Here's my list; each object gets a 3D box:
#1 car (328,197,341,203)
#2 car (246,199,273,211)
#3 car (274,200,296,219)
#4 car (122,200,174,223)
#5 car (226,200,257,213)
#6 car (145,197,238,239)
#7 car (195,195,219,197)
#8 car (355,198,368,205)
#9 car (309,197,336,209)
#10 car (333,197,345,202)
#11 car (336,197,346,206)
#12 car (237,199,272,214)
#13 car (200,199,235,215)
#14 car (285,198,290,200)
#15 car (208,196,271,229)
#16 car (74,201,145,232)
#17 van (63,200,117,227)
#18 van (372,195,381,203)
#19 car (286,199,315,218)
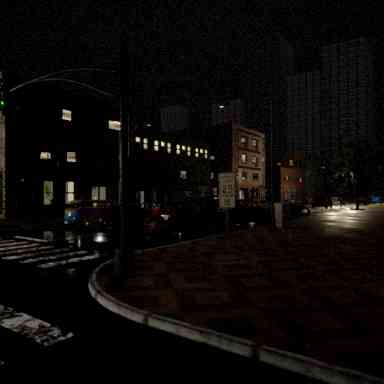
[{"bbox_3d":[34.805,1.914,81.233,2.008,1.369,4.403,-1,-1,35],"label":"car"},{"bbox_3d":[9.263,1.722,45.169,2.008,1.369,4.403,-1,-1,35],"label":"car"},{"bbox_3d":[6.525,1.616,26.804,1.887,1.381,4.507,-1,-1,35],"label":"car"},{"bbox_3d":[-3.509,1.530,27.138,1.967,1.590,4.097,-1,-1,35],"label":"car"},{"bbox_3d":[6.070,1.700,40.661,2.008,1.369,4.403,-1,-1,35],"label":"car"},{"bbox_3d":[0.138,1.349,17.790,2.192,1.841,5.009,-1,-1,35],"label":"car"},{"bbox_3d":[1.117,1.315,29.184,2.150,2.045,5.566,0,0,35],"label":"car"},{"bbox_3d":[32.067,1.801,62.868,2.008,1.369,4.403,-1,-1,35],"label":"car"},{"bbox_3d":[19.485,1.536,49.578,2.097,1.767,4.553,0,0,35],"label":"car"},{"bbox_3d":[37.998,1.935,85.741,1.887,1.381,4.507,-1,-1,35],"label":"car"},{"bbox_3d":[25.356,1.828,57.867,1.895,1.301,4.718,0,0,36],"label":"car"},{"bbox_3d":[7.159,1.609,37.694,1.882,1.535,5.008,0,0,36],"label":"car"},{"bbox_3d":[2.877,1.569,36.155,1.967,1.590,4.097,-1,-1,35],"label":"car"},{"bbox_3d":[15.549,1.741,54.046,1.752,1.417,4.829,-1,-1,35],"label":"car"},{"bbox_3d":[3.331,1.367,22.298,2.192,1.841,5.009,-1,-1,35],"label":"car"},{"bbox_3d":[-4.584,1.538,21.137,1.882,1.535,5.008,0,0,35],"label":"car"},{"bbox_3d":[-6.701,1.413,22.631,1.690,1.788,3.998,-1,0,35],"label":"van"},{"bbox_3d":[44.837,1.694,80.903,1.690,1.788,3.998,-1,-1,35],"label":"van"},{"bbox_3d":[9.718,1.657,31.313,1.947,1.339,4.313,-1,-1,35],"label":"car"}]
